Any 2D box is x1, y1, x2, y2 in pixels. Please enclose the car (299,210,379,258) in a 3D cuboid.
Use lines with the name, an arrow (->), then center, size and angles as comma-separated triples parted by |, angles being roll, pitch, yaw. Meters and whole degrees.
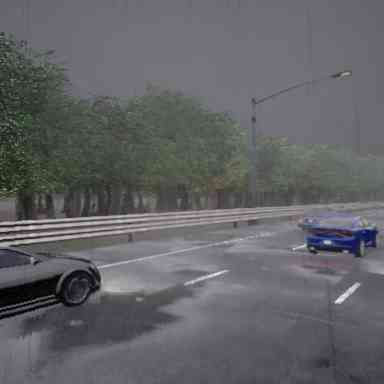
car -> 6.433, 1.686, 13.926 | 1.882, 1.535, 5.008 | -1, -1, 39

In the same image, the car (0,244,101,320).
car -> -3.892, 1.679, 6.482 | 1.994, 1.385, 4.181 | -1, -1, 38

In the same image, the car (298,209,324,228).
car -> 8.984, 1.898, 22.706 | 2.033, 1.411, 5.357 | -1, -1, 39
